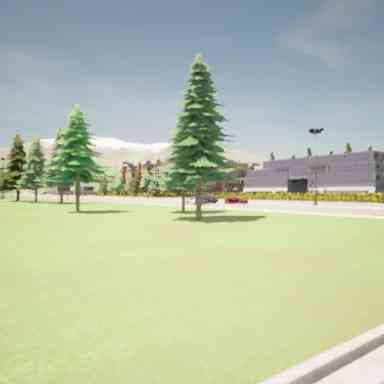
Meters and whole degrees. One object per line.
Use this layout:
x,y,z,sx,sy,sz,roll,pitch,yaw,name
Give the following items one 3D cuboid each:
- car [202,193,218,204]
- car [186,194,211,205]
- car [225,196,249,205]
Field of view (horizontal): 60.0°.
2.446,1.209,61.143,2.150,2.045,5.566,0,0,-35,car
0.730,1.513,57.509,1.812,1.442,4.674,0,0,-35,car
7.995,1.463,59.382,1.882,1.535,5.008,0,0,-35,car
